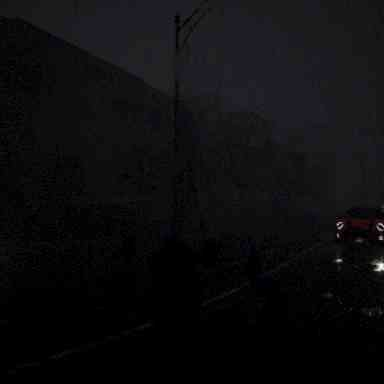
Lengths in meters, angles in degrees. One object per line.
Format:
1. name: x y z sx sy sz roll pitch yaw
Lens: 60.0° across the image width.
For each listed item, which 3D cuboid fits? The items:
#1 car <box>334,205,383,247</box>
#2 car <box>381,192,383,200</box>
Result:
1. car: 8.188 1.472 15.853 2.097 1.767 4.553 0 -1 32
2. car: 30.568 0.369 51.606 1.837 1.490 4.892 0 4 33
